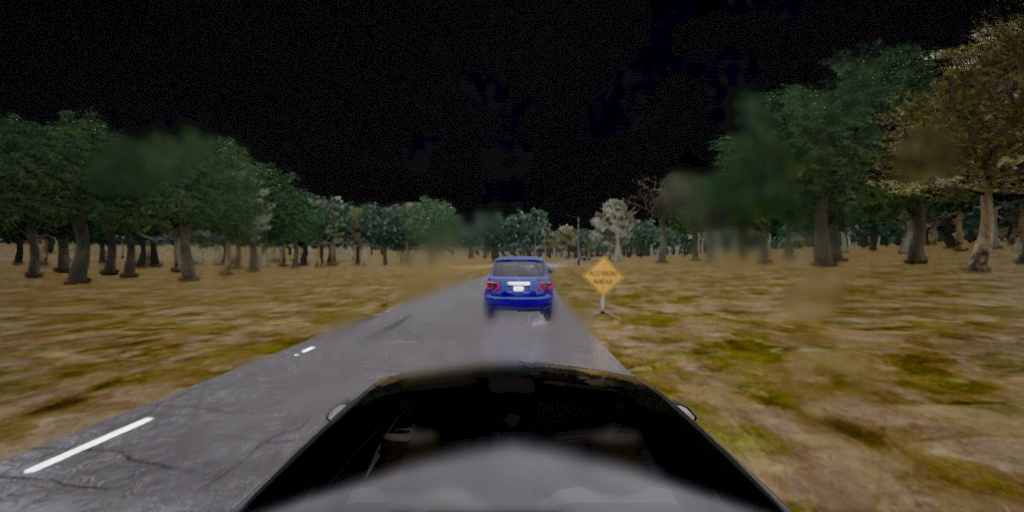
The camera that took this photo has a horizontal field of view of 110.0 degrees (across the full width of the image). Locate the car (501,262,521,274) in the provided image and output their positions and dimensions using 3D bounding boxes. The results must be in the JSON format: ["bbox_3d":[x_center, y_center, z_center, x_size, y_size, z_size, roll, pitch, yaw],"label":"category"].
[{"bbox_3d":[-0.075,1.514,45.636,1.895,1.301,4.718,0,0,8],"label":"car"}]

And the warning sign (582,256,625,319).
[{"bbox_3d":[2.821,0.925,11.250,1.300,1.860,1.060,0,0,2],"label":"warning sign"}]

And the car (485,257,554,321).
[{"bbox_3d":[0.333,1.039,13.022,2.150,2.045,5.566,0,0,3],"label":"car"}]
